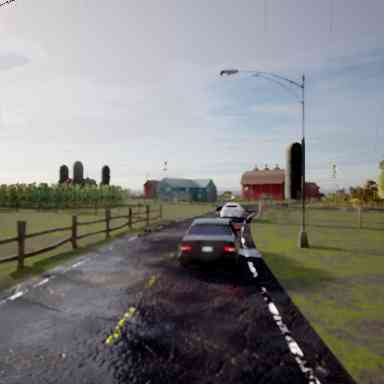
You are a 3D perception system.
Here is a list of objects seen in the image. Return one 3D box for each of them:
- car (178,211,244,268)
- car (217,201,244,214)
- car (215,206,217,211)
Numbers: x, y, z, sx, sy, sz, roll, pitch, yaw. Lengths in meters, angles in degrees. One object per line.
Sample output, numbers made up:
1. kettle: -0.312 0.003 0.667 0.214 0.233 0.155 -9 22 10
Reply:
1. car: 0.693 1.625 11.570 2.033 1.411 5.357 0 0 6
2. car: 3.706 1.738 30.187 1.812 1.442 4.674 0 -1 13
3. car: 4.587 1.860 44.237 2.033 1.411 5.357 0 0 19
